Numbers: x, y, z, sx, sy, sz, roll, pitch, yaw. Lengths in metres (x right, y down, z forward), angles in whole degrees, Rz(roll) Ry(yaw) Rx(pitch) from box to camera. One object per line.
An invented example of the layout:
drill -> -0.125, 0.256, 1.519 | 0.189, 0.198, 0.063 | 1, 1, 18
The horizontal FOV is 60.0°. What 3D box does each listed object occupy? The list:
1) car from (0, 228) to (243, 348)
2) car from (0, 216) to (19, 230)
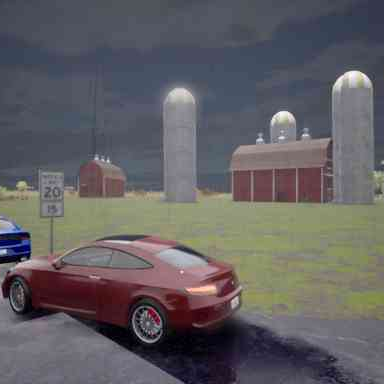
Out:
car -> -1.393, 1.529, 6.166 | 4.674, 1.442, 1.812 | 0, 0, 27
car -> -6.948, 1.481, 10.738 | 5.008, 1.535, 1.882 | 0, 0, 43
